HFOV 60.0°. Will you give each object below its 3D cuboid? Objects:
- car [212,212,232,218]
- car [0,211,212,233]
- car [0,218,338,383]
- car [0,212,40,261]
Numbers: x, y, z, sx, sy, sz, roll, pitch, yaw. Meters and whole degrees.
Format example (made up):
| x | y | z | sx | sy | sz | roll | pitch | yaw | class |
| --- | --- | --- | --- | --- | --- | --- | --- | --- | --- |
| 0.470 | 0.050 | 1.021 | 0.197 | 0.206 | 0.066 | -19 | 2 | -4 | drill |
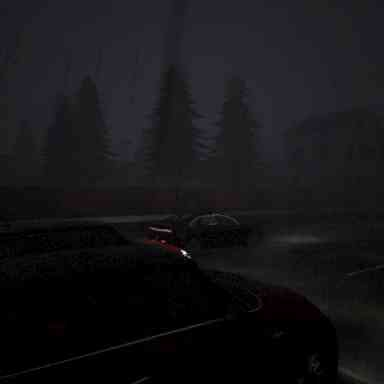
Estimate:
| x | y | z | sx | sy | sz | roll | pitch | yaw | class |
| --- | --- | --- | --- | --- | --- | --- | --- | --- | --- |
| 0.651 | 1.500 | 12.808 | 4.902 | 1.511 | 2.128 | 0 | 0 | -35 | car |
| -2.084 | 1.355 | 6.559 | 4.553 | 1.767 | 2.097 | 0 | 0 | -35 | car |
| -0.549 | 1.354 | 3.355 | 4.553 | 1.767 | 2.097 | 0 | 0 | -36 | car |
| -7.726 | 1.525 | 11.009 | 4.674 | 1.442 | 1.812 | 0 | 0 | -34 | car |
